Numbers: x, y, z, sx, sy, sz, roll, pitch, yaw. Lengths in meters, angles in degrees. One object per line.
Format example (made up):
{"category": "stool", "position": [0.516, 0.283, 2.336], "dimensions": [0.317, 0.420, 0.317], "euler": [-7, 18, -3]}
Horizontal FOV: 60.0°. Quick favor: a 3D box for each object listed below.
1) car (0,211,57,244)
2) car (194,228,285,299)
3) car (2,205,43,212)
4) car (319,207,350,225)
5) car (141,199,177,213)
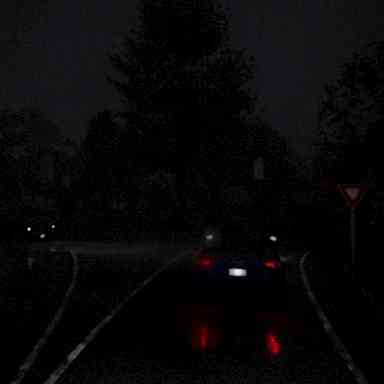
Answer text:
{"category": "car", "position": [-9.366, 1.864, 17.263], "dimensions": [4.718, 1.301, 1.895], "euler": [0, -1, 24]}
{"category": "car", "position": [1.281, 1.645, 8.757], "dimensions": [1.994, 1.385, 4.181], "euler": [0, -1, 10]}
{"category": "car", "position": [-19.312, 2.206, 37.858], "dimensions": [2.128, 1.511, 4.902], "euler": [-1, -1, 20]}
{"category": "car", "position": [12.675, 2.021, 29.692], "dimensions": [1.882, 1.535, 5.008], "euler": [1, -1, 14]}
{"category": "car", "position": [-4.758, 2.085, 49.443], "dimensions": [5.566, 2.045, 2.150], "euler": [1, -2, -3]}
